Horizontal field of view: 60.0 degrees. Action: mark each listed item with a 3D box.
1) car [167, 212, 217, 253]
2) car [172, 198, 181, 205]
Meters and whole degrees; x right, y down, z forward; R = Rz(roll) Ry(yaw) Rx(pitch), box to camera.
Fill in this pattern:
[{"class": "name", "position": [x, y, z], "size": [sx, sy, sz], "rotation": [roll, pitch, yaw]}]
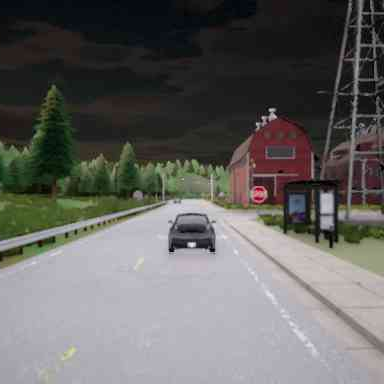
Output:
[{"class": "car", "position": [0.000, 1.642, 14.300], "size": [1.837, 1.490, 4.892], "rotation": [0, 0, 0]}, {"class": "car", "position": [-3.519, 2.261, 79.188], "size": [1.812, 1.442, 4.674], "rotation": [0, -1, 0]}]
